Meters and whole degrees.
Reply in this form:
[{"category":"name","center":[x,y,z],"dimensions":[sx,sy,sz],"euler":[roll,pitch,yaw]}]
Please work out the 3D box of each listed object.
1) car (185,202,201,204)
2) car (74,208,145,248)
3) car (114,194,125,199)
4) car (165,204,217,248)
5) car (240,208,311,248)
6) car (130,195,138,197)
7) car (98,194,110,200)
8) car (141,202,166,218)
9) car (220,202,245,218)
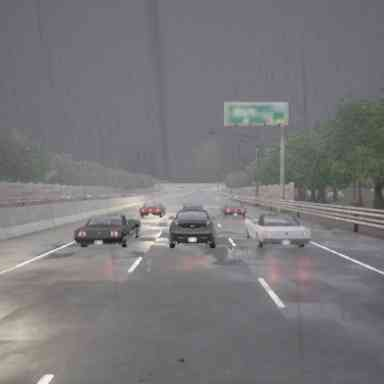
[{"category":"car","center":[0.092,1.549,29.610],"dimensions":[1.895,1.301,4.718],"euler":[0,0,0]},{"category":"car","center":[-3.476,1.594,14.648],"dimensions":[1.895,1.301,4.718],"euler":[0,0,0]},{"category":"car","center":[-16.888,1.233,77.387],"dimensions":[1.837,1.490,4.892],"euler":[0,0,1]},{"category":"car","center":[0.024,1.494,14.607],"dimensions":[1.837,1.490,4.892],"euler":[0,0,0]},{"category":"car","center":[3.524,1.594,14.627],"dimensions":[1.895,1.301,4.718],"euler":[0,0,0]},{"category":"car","center":[-13.388,1.286,77.329],"dimensions":[1.994,1.385,4.181],"euler":[0,0,1]},{"category":"car","center":[-20.387,1.257,77.444],"dimensions":[1.812,1.442,4.674],"euler":[0,0,1]},{"category":"car","center":[-3.408,1.549,29.631],"dimensions":[1.895,1.301,4.718],"euler":[0,0,0]},{"category":"car","center":[3.592,1.549,29.589],"dimensions":[1.895,1.301,4.718],"euler":[0,0,0]}]
